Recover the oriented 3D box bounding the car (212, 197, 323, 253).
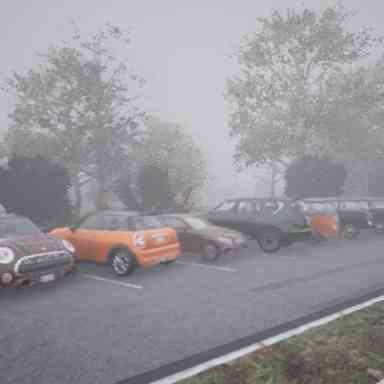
[{"bbox_3d":[2.166,1.249,13.977,5.566,2.045,2.435,-1,0,34],"label":"car"}]

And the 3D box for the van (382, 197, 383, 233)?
[{"bbox_3d":[9.545,1.271,19.108,4.442,1.987,1.878,-1,-1,34],"label":"van"}]

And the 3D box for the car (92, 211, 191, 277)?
[{"bbox_3d":[-2.622,1.375,10.471,4.553,1.767,2.185,-1,0,34],"label":"car"}]

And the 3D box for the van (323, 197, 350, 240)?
[{"bbox_3d":[4.708,1.272,15.633,4.442,1.987,1.878,-1,-1,34],"label":"van"}]

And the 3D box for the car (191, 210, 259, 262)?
[{"bbox_3d":[-0.225,1.541,12.228,4.674,1.452,2.002,-1,-1,34],"label":"car"}]

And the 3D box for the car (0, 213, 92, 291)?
[{"bbox_3d":[-5.090,1.376,8.780,4.553,1.767,2.185,-1,-1,34],"label":"car"}]

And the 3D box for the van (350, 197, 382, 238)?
[{"bbox_3d":[7.126,1.272,17.370,4.442,1.987,1.878,-1,-1,34],"label":"van"}]
